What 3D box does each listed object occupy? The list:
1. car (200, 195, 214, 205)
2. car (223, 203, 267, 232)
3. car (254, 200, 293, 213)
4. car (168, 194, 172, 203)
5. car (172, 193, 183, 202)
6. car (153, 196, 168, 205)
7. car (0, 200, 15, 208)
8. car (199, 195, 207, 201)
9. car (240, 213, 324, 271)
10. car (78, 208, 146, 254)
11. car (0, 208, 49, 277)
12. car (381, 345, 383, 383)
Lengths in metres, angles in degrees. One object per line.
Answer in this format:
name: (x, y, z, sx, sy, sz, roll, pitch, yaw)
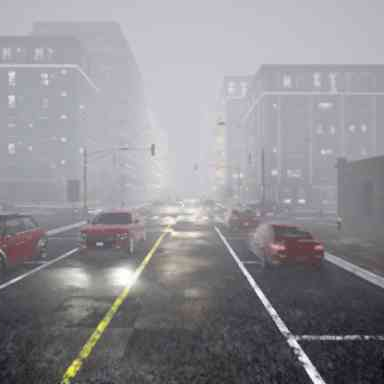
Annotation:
car: (2.805, 1.427, 57.133, 1.967, 1.590, 4.097, 0, 0, 0)
car: (2.826, 1.536, 19.662, 1.887, 1.381, 4.507, 0, 0, 0)
car: (8.406, 1.647, 36.015, 5.008, 1.535, 1.882, 1, 0, -1)
car: (-5.688, 1.541, 68.457, 2.008, 1.369, 4.403, 0, 0, 0)
car: (-3.006, 1.533, 74.737, 2.033, 1.411, 5.357, 0, 0, 0)
car: (-5.778, 1.532, 58.354, 1.887, 1.381, 4.507, 0, 0, 0)
car: (-19.998, 1.149, 32.997, 4.507, 1.381, 1.887, 1, -2, -1)
car: (2.690, 1.542, 85.452, 1.887, 1.381, 4.507, 0, 0, 0)
car: (2.827, 1.577, 10.660, 1.802, 1.307, 4.206, 0, 0, 0)
car: (-3.088, 1.471, 13.651, 1.882, 1.535, 5.008, 0, 0, 0)
car: (-5.812, 1.435, 9.559, 1.967, 1.590, 4.097, 0, 0, 0)
car: (2.827, 1.565, 1.659, 1.947, 1.339, 4.313, 0, 0, 0)
